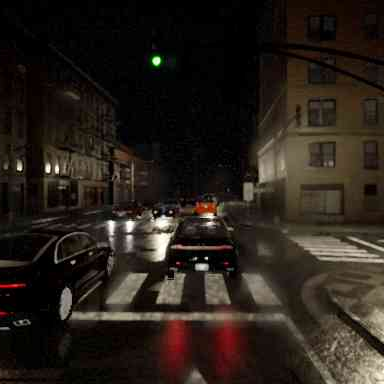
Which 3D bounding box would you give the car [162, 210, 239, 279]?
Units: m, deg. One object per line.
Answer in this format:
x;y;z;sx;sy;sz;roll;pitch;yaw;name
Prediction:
0.289;1.515;10.092;2.128;1.511;4.902;0;0;1;car

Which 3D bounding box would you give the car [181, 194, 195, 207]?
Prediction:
-0.413;1.271;50.578;2.150;2.045;5.566;0;0;6;car

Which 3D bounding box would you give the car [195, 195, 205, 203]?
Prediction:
1.714;1.473;70.126;1.837;1.490;4.892;0;0;6;car

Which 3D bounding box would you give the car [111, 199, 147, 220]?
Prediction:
-5.574;1.572;29.049;1.812;1.442;4.674;0;0;4;car

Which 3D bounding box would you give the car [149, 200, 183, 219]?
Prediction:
-2.154;1.648;28.959;1.895;1.301;4.718;0;0;4;car

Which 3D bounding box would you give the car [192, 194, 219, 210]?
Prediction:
1.454;1.404;33.726;2.097;1.767;4.553;0;0;4;car

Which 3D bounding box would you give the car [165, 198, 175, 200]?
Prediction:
-3.607;1.650;51.521;1.895;1.301;4.718;0;0;7;car

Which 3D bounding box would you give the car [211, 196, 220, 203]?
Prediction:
4.945;1.497;69.774;1.812;1.442;4.674;0;0;6;car

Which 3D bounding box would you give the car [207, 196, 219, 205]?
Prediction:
3.875;1.527;59.963;1.882;1.535;5.008;0;0;6;car

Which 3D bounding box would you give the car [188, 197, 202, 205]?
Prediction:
0.673;1.596;60.579;2.033;1.411;5.357;0;0;6;car

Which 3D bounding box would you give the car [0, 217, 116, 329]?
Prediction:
-3.027;1.521;7.056;1.837;1.490;4.892;0;0;1;car

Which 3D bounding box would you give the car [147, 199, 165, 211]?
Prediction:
-4.827;1.555;39.119;1.837;1.490;4.892;0;0;5;car
